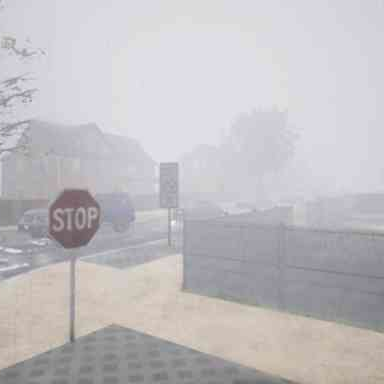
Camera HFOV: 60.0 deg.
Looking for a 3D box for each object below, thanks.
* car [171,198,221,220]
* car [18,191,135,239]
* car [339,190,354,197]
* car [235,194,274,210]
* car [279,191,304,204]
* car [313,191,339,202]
[{"bbox_3d":[0.370,1.143,23.625,1.994,1.385,4.181,0,2,35],"label":"car"},{"bbox_3d":[-5.175,1.025,15.826,2.150,2.045,5.566,0,2,36],"label":"car"},{"bbox_3d":[23.631,0.359,51.287,1.895,1.301,4.718,0,2,36],"label":"car"},{"bbox_3d":[6.078,0.895,31.642,2.033,1.411,5.357,0,2,36],"label":"car"},{"bbox_3d":[12.075,0.633,40.034,1.812,1.442,4.674,0,2,36],"label":"car"},{"bbox_3d":[16.225,0.580,40.854,1.812,1.442,4.674,0,2,35],"label":"car"}]
